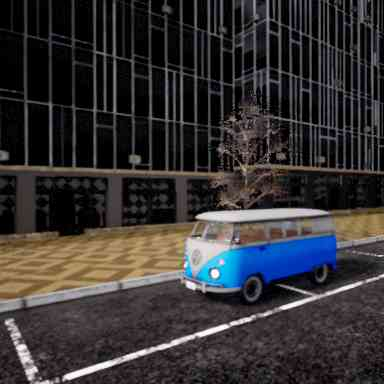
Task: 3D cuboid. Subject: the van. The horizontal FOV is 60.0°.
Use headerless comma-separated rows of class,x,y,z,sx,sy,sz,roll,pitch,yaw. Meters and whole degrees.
van,1.691,1.305,7.774,3.998,1.788,1.690,0,0,-36
